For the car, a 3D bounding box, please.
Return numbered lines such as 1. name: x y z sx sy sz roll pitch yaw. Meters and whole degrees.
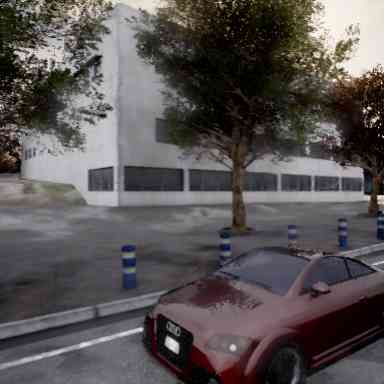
1. car: 1.395 1.551 4.983 4.181 1.385 1.994 -1 0 -35
